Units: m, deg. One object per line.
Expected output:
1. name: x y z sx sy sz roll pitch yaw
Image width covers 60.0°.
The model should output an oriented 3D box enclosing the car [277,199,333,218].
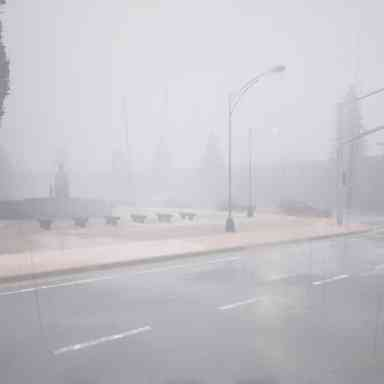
1. car: 10.496 1.526 30.430 1.812 1.442 4.674 0 0 -35

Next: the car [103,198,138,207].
1. car: -10.641 1.601 50.517 4.718 1.301 1.895 0 0 25

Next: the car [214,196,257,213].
1. car: 4.862 1.547 38.142 2.033 1.411 5.357 0 0 -38

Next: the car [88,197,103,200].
1. car: -19.303 1.601 64.099 4.718 1.301 1.895 0 0 10

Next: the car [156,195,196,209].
1. car: -2.122 1.505 45.187 4.892 1.490 1.837 0 0 38

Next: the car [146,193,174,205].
1. car: -5.575 1.222 59.861 5.566 2.045 2.150 0 0 25

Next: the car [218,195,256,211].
1. car: 5.660 1.352 42.449 2.097 1.767 4.553 0 0 -42
